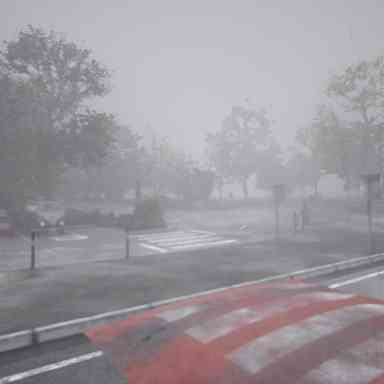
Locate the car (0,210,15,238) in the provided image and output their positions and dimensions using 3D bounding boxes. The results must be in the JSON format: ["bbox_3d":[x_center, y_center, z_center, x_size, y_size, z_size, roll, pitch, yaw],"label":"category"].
[{"bbox_3d":[-11.297,1.721,18.720,2.163,1.488,4.792,1,-1,-36],"label":"car"}]

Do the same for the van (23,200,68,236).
[{"bbox_3d":[-8.952,1.514,20.215,1.878,1.987,4.442,1,-1,-36],"label":"van"}]
